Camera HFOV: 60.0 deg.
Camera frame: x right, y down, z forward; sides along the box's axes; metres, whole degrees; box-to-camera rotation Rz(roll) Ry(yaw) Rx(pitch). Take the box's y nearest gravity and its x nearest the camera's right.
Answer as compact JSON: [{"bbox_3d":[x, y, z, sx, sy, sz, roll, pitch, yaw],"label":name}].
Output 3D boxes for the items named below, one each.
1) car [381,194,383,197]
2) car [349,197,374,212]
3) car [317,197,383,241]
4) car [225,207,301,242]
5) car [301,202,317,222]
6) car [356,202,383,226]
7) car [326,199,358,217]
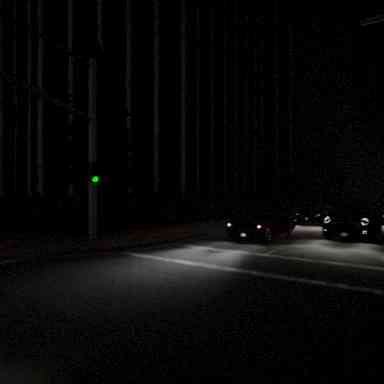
[{"bbox_3d":[19.694,1.164,32.833,2.150,2.045,5.566,0,0,36],"label":"car"},{"bbox_3d":[20.105,1.439,39.372,1.837,1.490,4.892,0,0,36],"label":"car"},{"bbox_3d":[8.049,1.308,16.612,2.097,1.767,4.553,0,0,36],"label":"car"},{"bbox_3d":[3.500,1.554,16.274,1.895,1.301,4.718,0,0,36],"label":"car"},{"bbox_3d":[8.844,1.473,23.702,1.812,1.442,4.674,0,0,36],"label":"car"},{"bbox_3d":[13.515,1.497,24.230,2.033,1.411,5.357,0,0,35],"label":"car"},{"bbox_3d":[14.095,1.467,31.033,1.812,1.442,4.674,0,0,36],"label":"car"}]
